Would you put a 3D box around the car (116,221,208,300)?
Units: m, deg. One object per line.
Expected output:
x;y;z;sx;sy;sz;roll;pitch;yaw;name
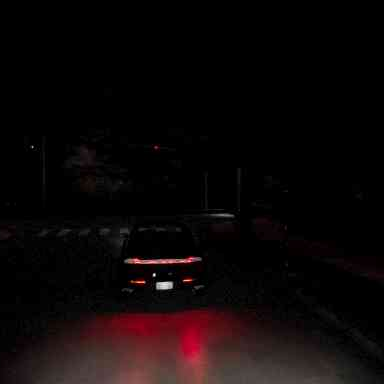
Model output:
-0.841;1.492;8.461;2.128;1.511;4.902;0;0;-8;car

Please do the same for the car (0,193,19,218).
-16.581;1.063;25.811;5.566;2.045;2.150;0;0;-12;car

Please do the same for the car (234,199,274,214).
6.256;1.369;30.838;4.674;1.442;1.812;0;0;-12;car
